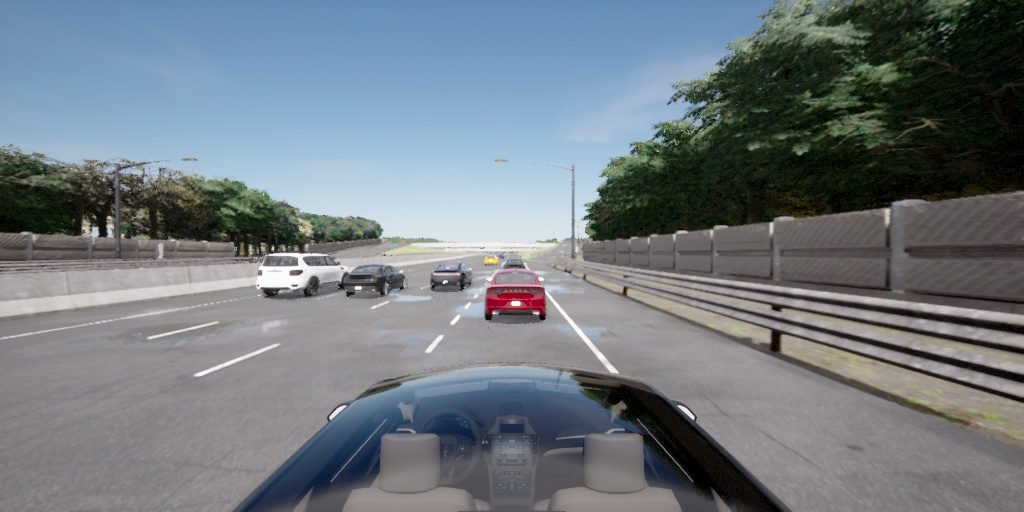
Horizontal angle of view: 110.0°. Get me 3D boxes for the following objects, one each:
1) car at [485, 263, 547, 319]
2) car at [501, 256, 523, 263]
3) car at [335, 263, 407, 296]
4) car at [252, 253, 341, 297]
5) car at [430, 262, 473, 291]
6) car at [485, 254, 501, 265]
[{"bbox_3d":[0.116,1.186,12.669,1.882,1.535,5.008,0,0,0],"label":"car"},{"bbox_3d":[0.196,0.991,30.947,1.837,1.490,4.892,0,1,0],"label":"car"},{"bbox_3d":[-6.866,1.159,18.461,1.837,1.490,4.892,0,1,0],"label":"car"},{"bbox_3d":[-10.367,0.876,18.377,2.150,2.045,5.566,0,1,0],"label":"car"},{"bbox_3d":[-3.458,1.116,21.017,2.128,1.511,4.902,0,1,0],"label":"car"},{"bbox_3d":[-3.190,0.610,56.746,1.882,1.535,5.008,0,1,1],"label":"car"}]
